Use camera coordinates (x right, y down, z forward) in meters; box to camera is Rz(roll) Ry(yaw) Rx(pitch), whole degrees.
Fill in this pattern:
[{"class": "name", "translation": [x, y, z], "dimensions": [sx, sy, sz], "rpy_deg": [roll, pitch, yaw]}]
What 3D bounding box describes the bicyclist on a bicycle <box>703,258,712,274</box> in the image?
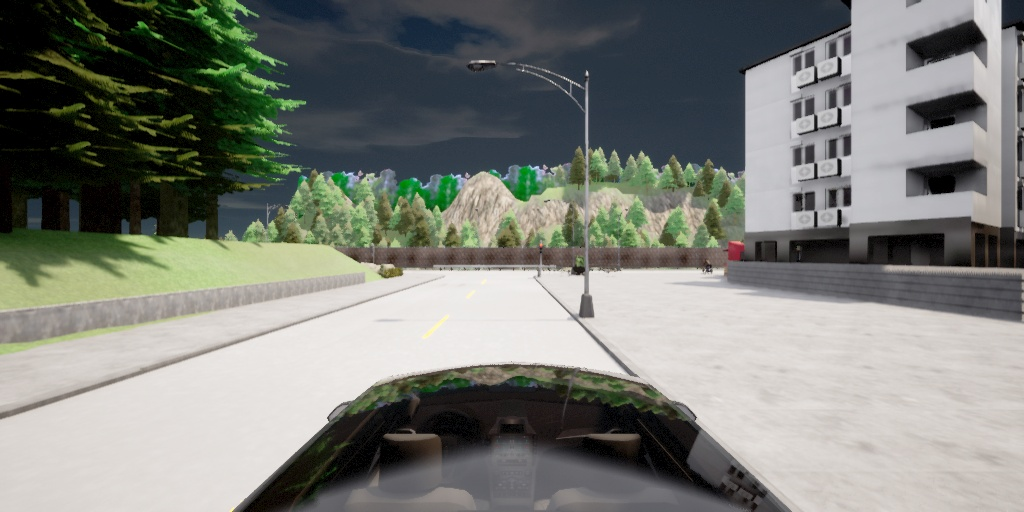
[{"class": "bicyclist on a bicycle", "translation": [19.985, 1.076, 36.666], "dimensions": [0.582, 1.620, 1.656], "rpy_deg": [0, 0, 0]}]
